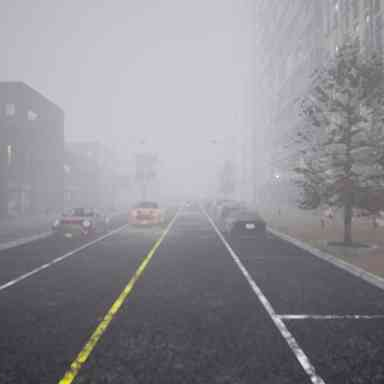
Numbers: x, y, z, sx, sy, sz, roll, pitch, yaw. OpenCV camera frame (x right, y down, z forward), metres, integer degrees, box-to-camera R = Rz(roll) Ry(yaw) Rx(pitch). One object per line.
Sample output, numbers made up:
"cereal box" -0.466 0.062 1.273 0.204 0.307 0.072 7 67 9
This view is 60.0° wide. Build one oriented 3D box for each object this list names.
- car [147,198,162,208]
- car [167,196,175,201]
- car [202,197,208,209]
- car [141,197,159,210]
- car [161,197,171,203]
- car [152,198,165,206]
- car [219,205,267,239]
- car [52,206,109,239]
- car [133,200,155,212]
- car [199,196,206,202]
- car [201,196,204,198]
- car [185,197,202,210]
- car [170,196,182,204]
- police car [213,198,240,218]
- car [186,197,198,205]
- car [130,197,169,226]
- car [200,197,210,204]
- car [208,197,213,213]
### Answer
"car" -5.679 1.630 51.043 1.752 1.417 4.829 1 0 0
"car" -5.680 1.743 90.721 2.008 1.369 4.403 1 0 0
"car" 2.667 1.658 45.514 1.947 1.339 4.313 1 0 0
"car" -5.678 1.533 45.569 1.967 1.590 4.097 1 0 0
"car" -5.681 1.720 73.789 1.947 1.339 4.313 1 0 0
"car" -5.680 1.699 56.857 1.802 1.307 4.206 1 0 0
"car" 2.701 1.601 17.293 1.947 1.339 4.313 1 0 0
"car" -5.677 1.475 17.349 1.967 1.590 4.097 1 0 0
"car" -5.680 1.647 39.925 1.947 1.339 4.313 1 0 0
"car" 2.667 1.705 85.192 1.752 1.417 4.829 1 0 0
"car" 2.669 1.557 56.802 1.967 1.590 4.097 1 0 0
"car" 0.003 1.703 44.030 1.895 1.301 4.718 0 0 0
"car" -3.011 1.693 65.970 1.994 1.385 4.181 0 0 0
"police car" 3.133 1.481 27.663 1.930 1.638 5.238 0 0 0
"car" 0.002 1.696 61.512 1.994 1.385 4.181 0 0 0
"car" -3.100 1.400 23.977 2.097 1.767 4.553 0 0 0
"car" 2.667 1.708 68.090 1.947 1.339 4.313 1 0 0
"car" 3.112 1.422 34.525 2.097 1.767 4.553 0 0 0
